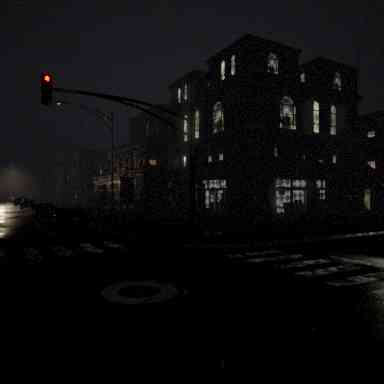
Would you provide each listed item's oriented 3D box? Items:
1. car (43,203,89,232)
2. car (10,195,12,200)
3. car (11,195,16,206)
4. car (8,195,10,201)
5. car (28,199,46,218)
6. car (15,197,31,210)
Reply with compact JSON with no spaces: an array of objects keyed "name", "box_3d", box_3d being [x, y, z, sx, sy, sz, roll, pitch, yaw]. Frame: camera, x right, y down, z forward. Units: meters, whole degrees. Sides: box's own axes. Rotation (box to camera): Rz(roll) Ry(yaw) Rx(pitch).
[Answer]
[{"name":"car","box_3d":[-7.474,1.569,20.032,1.947,1.339,4.313,0,0,-31]},{"name":"car","box_3d":[-30.119,1.569,57.961,2.008,1.369,4.403,0,0,-31]},{"name":"car","box_3d":[-27.287,1.455,53.220,1.967,1.590,4.097,0,0,-31]},{"name":"car","box_3d":[-35.780,1.606,67.443,1.802,1.307,4.206,0,0,-31]},{"name":"car","box_3d":[-13.134,1.588,29.513,1.802,1.307,4.206,0,0,-31]},{"name":"car","box_3d":[-21.627,1.561,43.737,2.008,1.369,4.403,0,0,-31]}]
